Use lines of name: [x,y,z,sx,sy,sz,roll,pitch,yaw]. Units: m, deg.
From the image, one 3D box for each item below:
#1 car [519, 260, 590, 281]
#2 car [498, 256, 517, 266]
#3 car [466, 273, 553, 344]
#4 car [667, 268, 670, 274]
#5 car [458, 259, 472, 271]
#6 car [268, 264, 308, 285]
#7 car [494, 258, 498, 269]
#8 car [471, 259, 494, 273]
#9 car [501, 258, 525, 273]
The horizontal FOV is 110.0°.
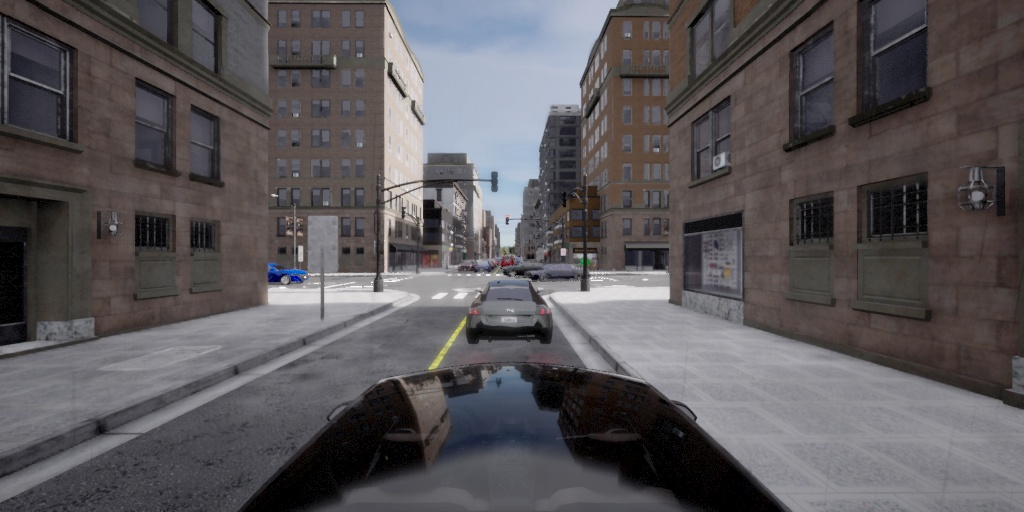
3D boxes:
car: [3.604,1.284,28.570,5.357,1.411,2.033,0,0,-22]
car: [-0.721,1.031,59.855,2.150,2.045,5.566,0,0,0]
car: [-0.067,1.314,9.578,1.994,1.385,4.181,0,0,0]
car: [16.924,1.211,33.318,4.674,1.442,1.812,-1,0,-1]
car: [-6.108,1.230,48.587,1.967,1.591,4.097,0,0,0]
car: [-17.575,1.288,26.167,5.008,1.535,1.882,0,0,1]
car: [-3.608,1.347,54.313,2.033,1.411,5.357,0,0,0]
car: [-3.560,1.309,44.633,1.812,1.442,4.674,0,0,1]
car: [1.661,1.243,33.122,5.008,1.535,1.882,0,0,-1]
